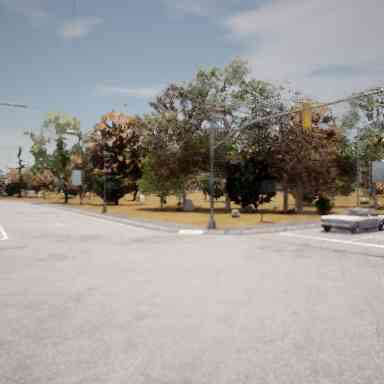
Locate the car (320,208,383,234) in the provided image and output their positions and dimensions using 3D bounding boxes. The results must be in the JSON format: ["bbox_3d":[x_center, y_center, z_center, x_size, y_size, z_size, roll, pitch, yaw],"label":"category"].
[{"bbox_3d":[9.538,1.619,19.383,4.718,1.301,1.895,0,0,-35],"label":"car"}]
